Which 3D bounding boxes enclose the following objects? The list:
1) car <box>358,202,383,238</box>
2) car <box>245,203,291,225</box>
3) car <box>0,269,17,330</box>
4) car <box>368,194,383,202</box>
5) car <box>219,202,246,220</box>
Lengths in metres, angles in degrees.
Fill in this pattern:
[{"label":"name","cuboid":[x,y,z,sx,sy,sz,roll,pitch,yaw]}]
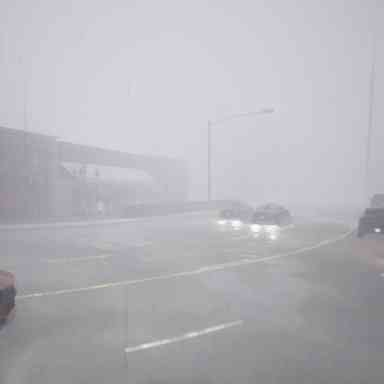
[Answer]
[{"label":"car","cuboid":[9.766,1.491,17.097,1.837,1.490,4.892,0,0,34]},{"label":"car","cuboid":[5.805,1.545,24.311,1.994,1.385,4.181,0,0,31]},{"label":"car","cuboid":[-5.207,1.473,4.529,5.008,1.535,1.882,0,0,-21]},{"label":"car","cuboid":[17.844,1.200,31.107,2.150,2.045,5.566,0,0,29]},{"label":"car","cuboid":[3.831,1.543,27.830,1.994,1.385,4.181,0,0,30]}]
